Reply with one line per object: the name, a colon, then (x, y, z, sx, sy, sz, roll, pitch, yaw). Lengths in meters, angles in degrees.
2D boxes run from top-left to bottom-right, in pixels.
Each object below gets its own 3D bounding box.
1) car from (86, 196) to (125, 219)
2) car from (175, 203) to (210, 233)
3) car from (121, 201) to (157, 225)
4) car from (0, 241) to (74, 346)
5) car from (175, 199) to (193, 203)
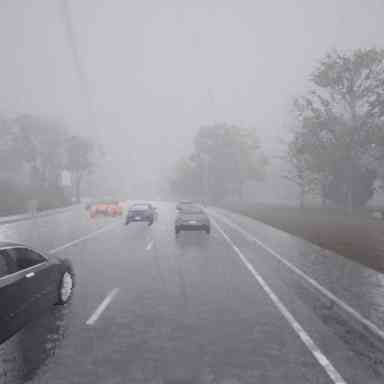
car: (-7.547, 1.356, 29.513, 2.097, 1.767, 4.553, 0, 0, -3)
car: (0.002, 1.568, 19.591, 1.994, 1.385, 4.181, 0, 0, -1)
car: (-3.590, 1.530, 23.945, 1.812, 1.442, 4.674, 0, 0, -1)
car: (-3.401, 1.506, 5.150, 1.837, 1.490, 4.892, 0, 0, 0)
car: (-0.859, 1.500, 37.302, 2.128, 1.511, 4.902, 0, 0, -5)
